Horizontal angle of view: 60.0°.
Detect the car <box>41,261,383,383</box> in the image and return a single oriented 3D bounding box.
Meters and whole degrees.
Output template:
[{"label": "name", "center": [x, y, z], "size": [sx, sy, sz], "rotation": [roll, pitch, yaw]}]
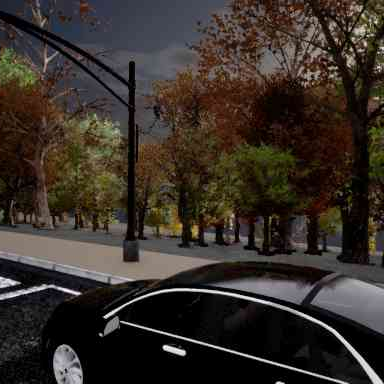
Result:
[{"label": "car", "center": [0.398, 1.505, 3.391], "size": [4.892, 1.490, 1.837], "rotation": [0, 0, 36]}]
